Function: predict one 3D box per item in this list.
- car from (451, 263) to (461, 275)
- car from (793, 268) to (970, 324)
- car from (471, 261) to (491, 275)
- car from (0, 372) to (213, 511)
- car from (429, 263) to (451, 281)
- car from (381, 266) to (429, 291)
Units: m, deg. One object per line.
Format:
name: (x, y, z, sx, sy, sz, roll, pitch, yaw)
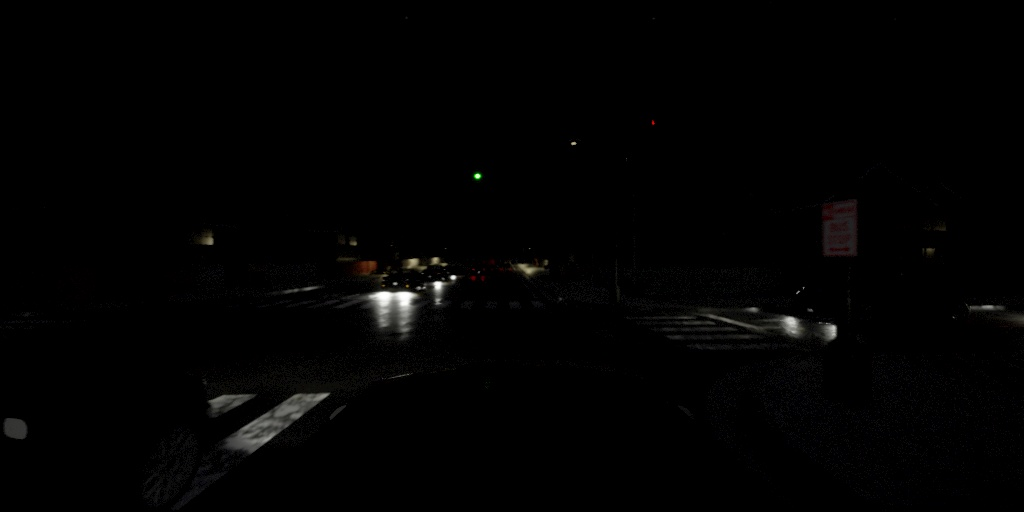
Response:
car: (-7.427, 1.578, 44.429, 2.033, 1.411, 5.357, 0, 0, 0)
car: (12.171, 1.216, 12.049, 4.553, 1.767, 2.097, 0, -1, -3)
car: (-4.008, 1.654, 45.340, 1.895, 1.301, 4.718, 0, 0, -1)
car: (-3.436, 1.198, 1.123, 1.882, 1.535, 5.008, 0, -1, -5)
car: (-7.239, 1.545, 33.786, 1.812, 1.442, 4.674, 0, 0, -1)
car: (-7.040, 1.495, 23.493, 1.994, 1.385, 4.181, 0, -1, -1)
